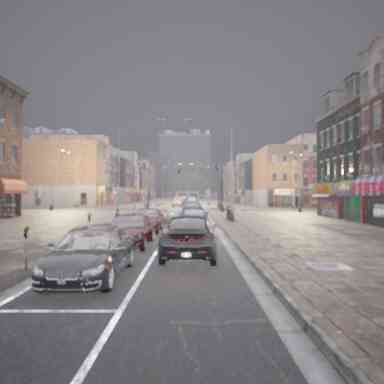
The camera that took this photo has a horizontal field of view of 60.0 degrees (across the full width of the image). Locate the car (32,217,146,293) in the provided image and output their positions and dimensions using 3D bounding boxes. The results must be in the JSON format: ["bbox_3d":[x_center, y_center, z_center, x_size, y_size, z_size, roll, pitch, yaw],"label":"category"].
[{"bbox_3d":[-2.629,1.590,8.892,2.008,1.369,4.403,0,0,0],"label":"car"}]

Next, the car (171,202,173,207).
[{"bbox_3d":[-2.625,1.648,25.204,1.752,1.417,4.829,0,0,0],"label":"car"}]

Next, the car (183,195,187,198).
[{"bbox_3d":[-2.613,1.680,62.775,2.192,1.841,5.009,0,0,0],"label":"car"}]

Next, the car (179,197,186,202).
[{"bbox_3d":[-2.605,2.165,95.438,1.887,1.381,4.507,0,0,0],"label":"car"}]

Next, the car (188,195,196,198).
[{"bbox_3d":[0.028,1.768,87.028,2.150,2.045,5.566,0,0,0],"label":"car"}]

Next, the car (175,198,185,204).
[{"bbox_3d":[-2.611,1.997,73.662,2.008,1.369,4.403,0,0,0],"label":"car"}]

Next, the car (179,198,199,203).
[{"bbox_3d":[0.033,1.632,30.754,1.882,1.535,5.008,0,0,0],"label":"car"}]

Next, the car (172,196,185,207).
[{"bbox_3d":[-2.616,1.850,57.161,1.752,1.417,4.829,0,0,0],"label":"car"}]

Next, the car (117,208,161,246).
[{"bbox_3d":[-2.628,1.610,14.386,1.887,1.381,4.507,0,0,0],"label":"car"}]

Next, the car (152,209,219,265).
[{"bbox_3d":[-0.093,1.558,11.863,1.837,1.490,4.892,0,0,2],"label":"car"}]

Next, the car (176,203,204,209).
[{"bbox_3d":[0.100,1.623,20.485,1.812,1.442,4.674,0,0,0],"label":"car"}]

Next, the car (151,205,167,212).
[{"bbox_3d":[-2.626,1.639,19.880,1.887,1.381,4.507,0,0,0],"label":"car"}]
